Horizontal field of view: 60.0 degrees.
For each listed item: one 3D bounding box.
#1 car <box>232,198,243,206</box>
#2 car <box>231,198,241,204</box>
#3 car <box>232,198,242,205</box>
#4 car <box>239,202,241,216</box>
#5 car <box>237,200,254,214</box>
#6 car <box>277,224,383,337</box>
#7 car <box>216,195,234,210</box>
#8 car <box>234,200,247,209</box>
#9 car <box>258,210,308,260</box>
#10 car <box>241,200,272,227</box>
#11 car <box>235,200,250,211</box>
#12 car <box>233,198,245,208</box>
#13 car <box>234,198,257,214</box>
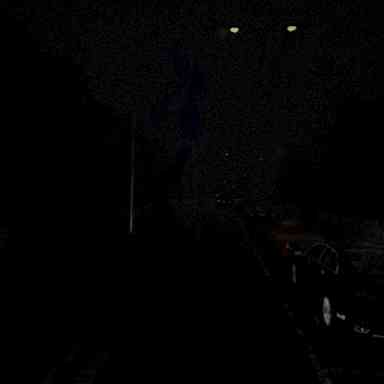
[{"bbox_3d":[8.662,1.932,63.154,1.887,1.381,4.507,2,0,6],"label":"car"},{"bbox_3d":[9.760,2.034,74.449,1.947,1.339,4.313,1,0,6],"label":"car"},{"bbox_3d":[9.210,2.008,68.802,1.802,1.307,4.206,2,0,6],"label":"car"},{"bbox_3d":[5.362,1.764,29.268,1.802,1.307,4.206,2,0,6],"label":"car"},{"bbox_3d":[6.480,1.769,40.733,1.752,1.417,4.829,2,0,6],"label":"car"},{"bbox_3d":[3.164,1.634,6.677,2.008,1.369,4.403,2,0,6],"label":"car"},{"bbox_3d":[4.470,1.443,46.292,2.150,2.045,5.566,1,0,6],"label":"car"},{"bbox_3d":[7.561,1.894,51.859,1.802,1.307,4.206,2,0,6],"label":"car"},{"bbox_3d":[3.731,1.631,12.494,1.752,1.417,4.829,2,0,6],"label":"car"},{"bbox_3d":[4.817,1.594,23.621,1.967,1.590,4.097,2,0,6],"label":"car"},{"bbox_3d":[7.012,1.859,46.211,1.802,1.307,4.206,2,0,6],"label":"car"},{"bbox_3d":[8.129,1.875,57.676,1.752,1.417,4.829,2,0,6],"label":"car"},{"bbox_3d":[5.920,1.527,34.916,2.192,1.841,5.009,2,0,6],"label":"car"}]
